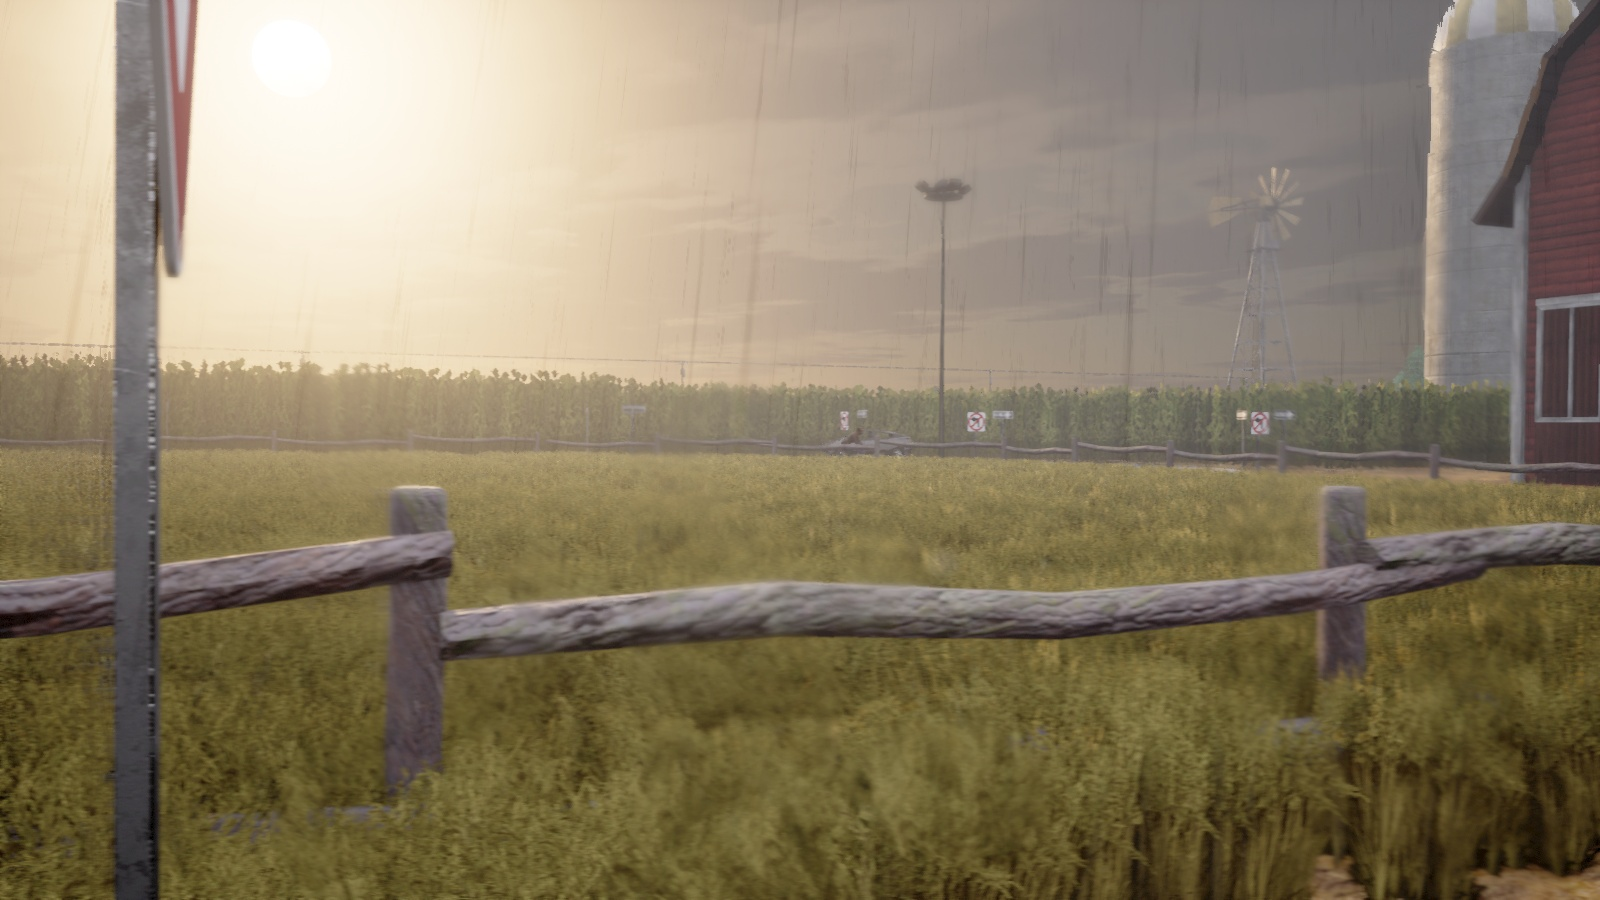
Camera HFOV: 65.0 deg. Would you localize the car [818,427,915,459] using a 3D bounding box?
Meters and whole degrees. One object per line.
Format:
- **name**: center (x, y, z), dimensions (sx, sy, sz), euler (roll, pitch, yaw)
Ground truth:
- **car**: center (3.267, -0.349, 62.401), dimensions (4.514, 1.525, 2.007), euler (-1, 1, -7)
